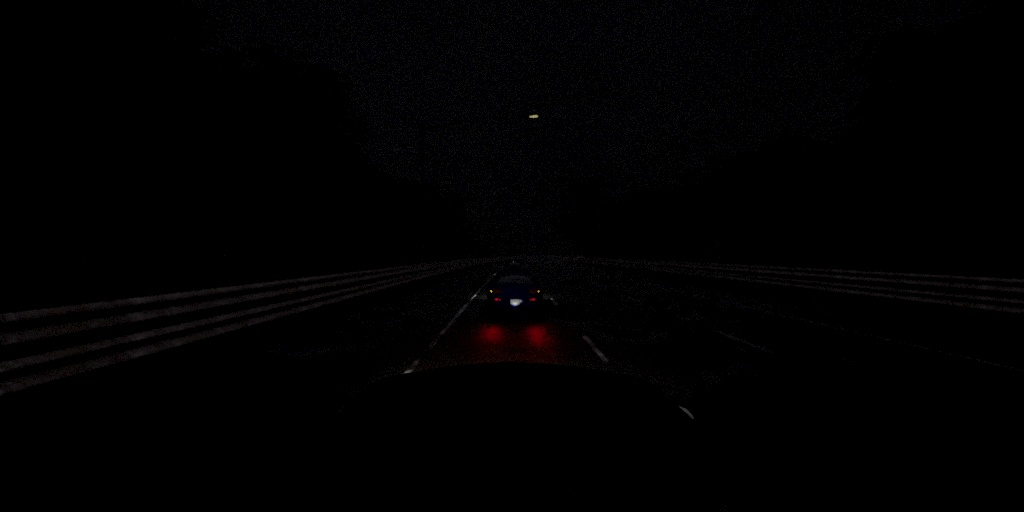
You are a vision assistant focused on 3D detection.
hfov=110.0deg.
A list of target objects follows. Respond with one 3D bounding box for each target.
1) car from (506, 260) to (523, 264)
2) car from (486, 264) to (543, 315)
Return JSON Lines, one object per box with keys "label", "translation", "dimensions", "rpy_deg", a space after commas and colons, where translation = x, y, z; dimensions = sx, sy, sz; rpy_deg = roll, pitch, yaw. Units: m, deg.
{"label": "car", "translation": [0.176, 1.066, 30.333], "dimensions": [1.812, 1.442, 4.674], "rpy_deg": [0, 0, 1]}
{"label": "car", "translation": [0.091, 1.182, 12.930], "dimensions": [1.812, 1.442, 4.674], "rpy_deg": [0, 0, 0]}
